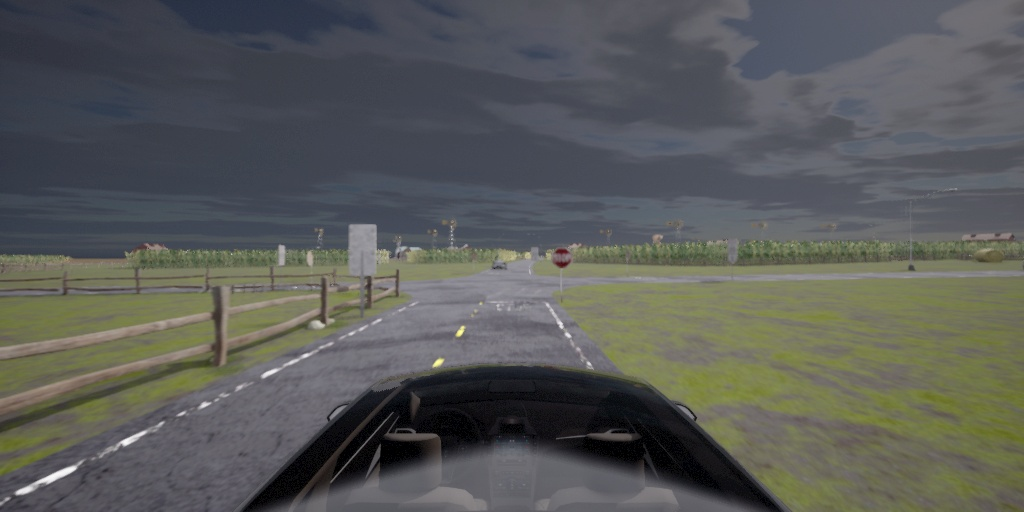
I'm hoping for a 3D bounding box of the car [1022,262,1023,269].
[{"bbox_3d":[50.448,0.626,33.214,5.008,1.535,1.882,-1,0,-5],"label":"car"}]

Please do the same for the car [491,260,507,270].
[{"bbox_3d":[-1.718,1.267,50.000,1.994,1.385,4.181,0,1,2],"label":"car"}]
